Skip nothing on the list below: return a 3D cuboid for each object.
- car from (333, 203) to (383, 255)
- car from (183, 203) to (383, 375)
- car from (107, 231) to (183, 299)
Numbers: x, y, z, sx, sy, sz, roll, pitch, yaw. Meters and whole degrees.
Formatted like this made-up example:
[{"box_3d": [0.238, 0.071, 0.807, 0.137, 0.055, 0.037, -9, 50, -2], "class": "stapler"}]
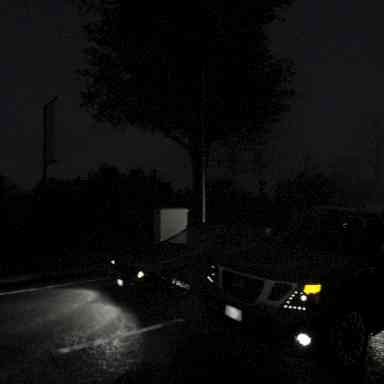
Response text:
[{"box_3d": [8.289, 1.430, 14.226, 4.553, 1.767, 2.097, 0, 0, -36], "class": "car"}, {"box_3d": [2.787, 1.255, 6.001, 5.566, 2.045, 2.150, 0, 0, -36], "class": "car"}, {"box_3d": [0.618, 1.580, 8.732, 5.357, 1.411, 2.033, 0, 0, -35], "class": "car"}]
